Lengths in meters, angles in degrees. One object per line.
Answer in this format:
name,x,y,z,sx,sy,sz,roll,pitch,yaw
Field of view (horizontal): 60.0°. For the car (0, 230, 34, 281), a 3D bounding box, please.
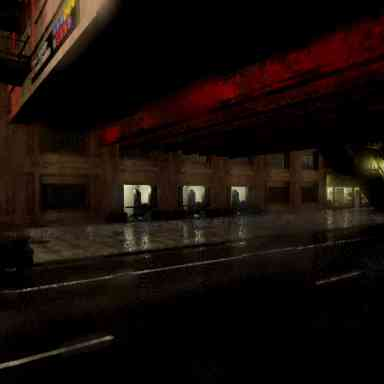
car,-6.229,1.477,7.416,4.892,1.521,2.231,0,0,-26
